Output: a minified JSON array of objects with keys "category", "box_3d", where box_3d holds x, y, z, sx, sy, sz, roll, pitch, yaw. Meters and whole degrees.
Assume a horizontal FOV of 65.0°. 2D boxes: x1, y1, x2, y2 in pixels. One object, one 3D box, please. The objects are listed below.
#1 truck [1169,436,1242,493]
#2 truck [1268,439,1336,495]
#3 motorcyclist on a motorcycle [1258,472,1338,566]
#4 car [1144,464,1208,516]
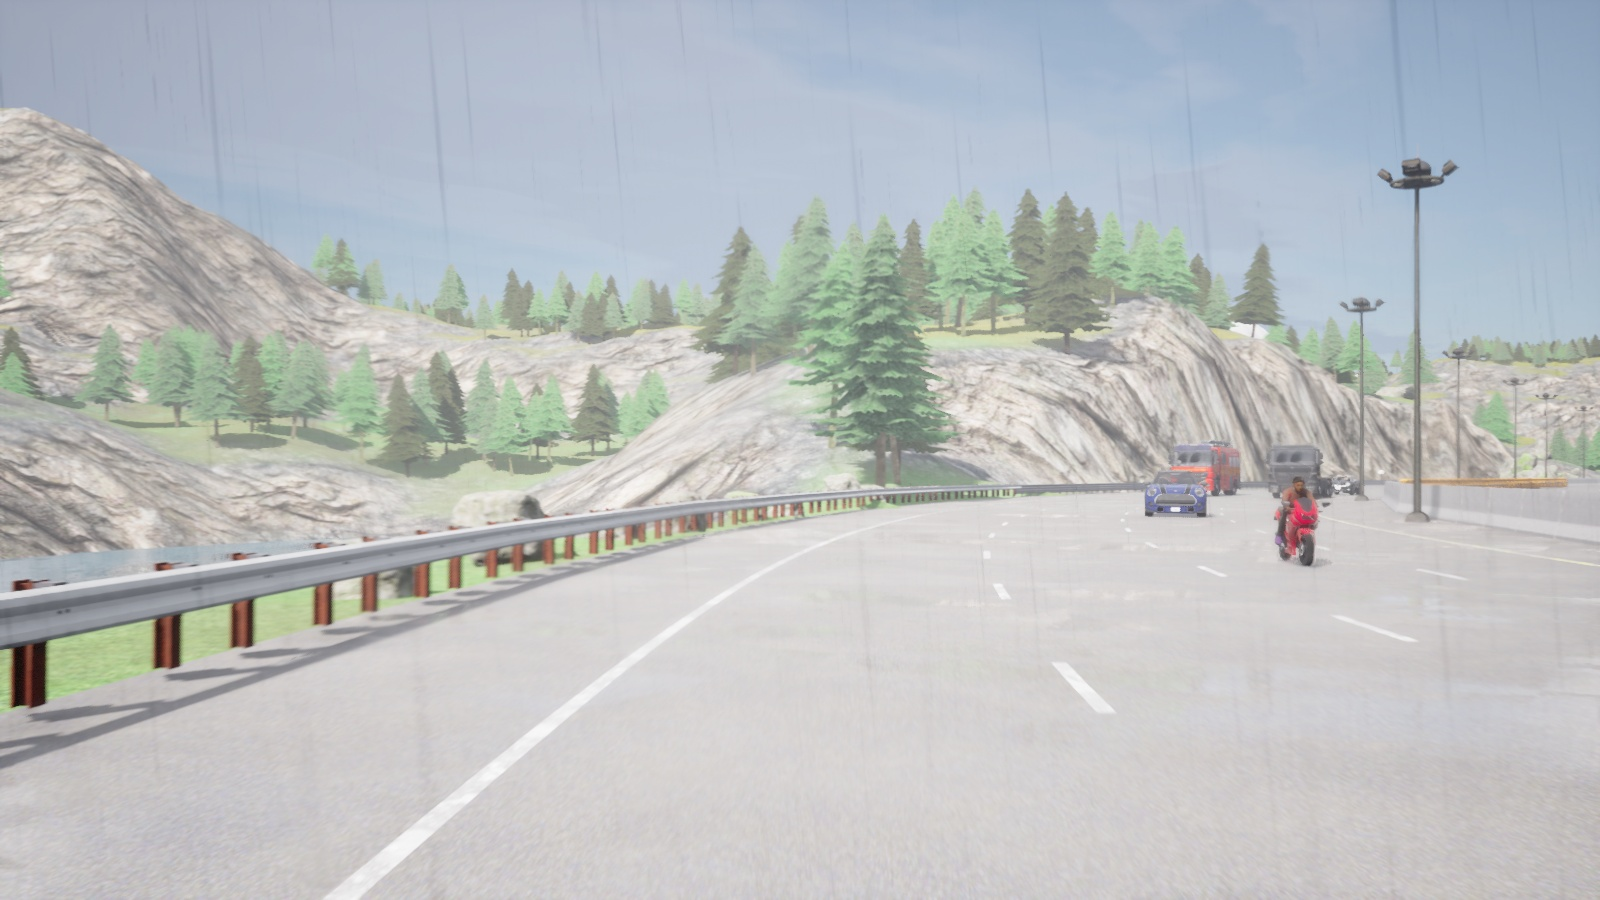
[{"category":"truck","box_3d":[28.580,1.071,88.328,2.891,3.827,8.468,-1,-1,32]},{"category":"truck","box_3d":[32.573,1.129,81.339,2.891,3.462,7.936,-1,-1,31]},{"category":"motorcyclist on a motorcycle","box_3d":[8.513,1.140,21.537,0.797,1.523,2.044,1,-1,8]},{"category":"car","box_3d":[13.639,1.409,45.626,2.097,1.767,4.553,0,-1,16]}]
